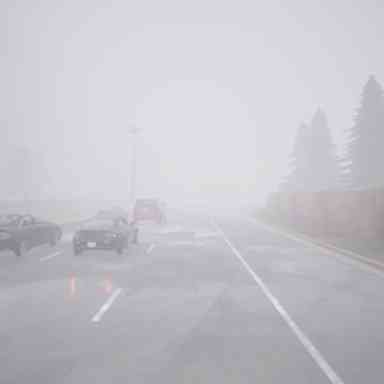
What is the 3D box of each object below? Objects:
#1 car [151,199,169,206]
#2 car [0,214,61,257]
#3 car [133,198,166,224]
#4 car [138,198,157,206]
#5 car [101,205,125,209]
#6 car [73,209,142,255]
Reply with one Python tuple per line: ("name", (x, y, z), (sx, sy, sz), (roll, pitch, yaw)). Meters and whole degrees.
("car", (-6.982, 2.321, 72.724), (1.812, 1.442, 4.674), (0, -1, 23))
("car", (-6.975, 1.642, 13.493), (2.128, 1.511, 4.902), (0, 0, 0))
("car", (-3.461, 1.528, 27.566), (2.150, 2.045, 5.566), (0, 0, 1))
("car", (-9.943, 2.172, 74.621), (2.097, 1.767, 4.553), (0, -1, 23))
("car", (-6.889, 1.843, 28.890), (1.812, 1.442, 4.674), (0, 0, 3))
("car", (-3.472, 1.679, 13.878), (1.812, 1.442, 4.674), (0, 0, 1))
